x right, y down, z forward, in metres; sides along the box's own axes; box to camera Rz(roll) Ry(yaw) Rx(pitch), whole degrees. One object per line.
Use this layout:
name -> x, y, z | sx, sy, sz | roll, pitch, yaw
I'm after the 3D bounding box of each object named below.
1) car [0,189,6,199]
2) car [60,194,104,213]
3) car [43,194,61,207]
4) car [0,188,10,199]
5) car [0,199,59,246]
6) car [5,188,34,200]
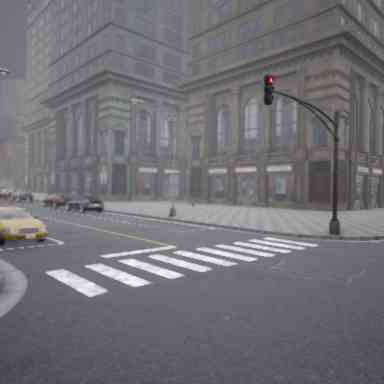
car -> -24.292, 0.225, 44.155 | 1.967, 1.590, 4.097 | 2, 1, -43
car -> -8.946, 0.999, 27.754 | 1.947, 1.339, 4.313 | 2, 1, -43
car -> -12.782, 0.823, 31.853 | 1.887, 1.381, 4.507 | 2, 1, -43
car -> -28.133, 0.170, 48.254 | 2.008, 1.369, 4.403 | 2, 1, -43
car -> -7.369, 1.194, 13.591 | 1.752, 1.417, 4.829 | 1, 1, -43
car -> -20.459, 0.503, 40.056 | 2.008, 1.369, 4.403 | 2, 1, -43
